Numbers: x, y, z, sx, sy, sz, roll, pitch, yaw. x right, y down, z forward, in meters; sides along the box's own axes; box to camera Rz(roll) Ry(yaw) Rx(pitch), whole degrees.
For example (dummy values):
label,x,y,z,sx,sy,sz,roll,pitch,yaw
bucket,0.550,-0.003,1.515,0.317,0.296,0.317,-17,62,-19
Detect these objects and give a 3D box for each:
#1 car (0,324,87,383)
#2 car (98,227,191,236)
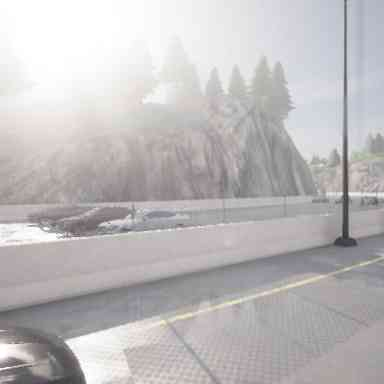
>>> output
label,x,y,z,sx,sy,sz,roll,pitch,yaw
car,-3.030,1.515,1.684,4.892,1.490,1.837,-1,1,-35
car,-2.142,1.486,15.667,4.674,1.442,1.812,0,0,-39
